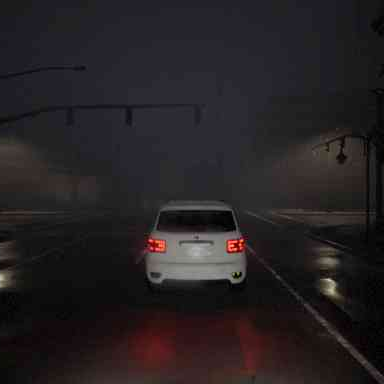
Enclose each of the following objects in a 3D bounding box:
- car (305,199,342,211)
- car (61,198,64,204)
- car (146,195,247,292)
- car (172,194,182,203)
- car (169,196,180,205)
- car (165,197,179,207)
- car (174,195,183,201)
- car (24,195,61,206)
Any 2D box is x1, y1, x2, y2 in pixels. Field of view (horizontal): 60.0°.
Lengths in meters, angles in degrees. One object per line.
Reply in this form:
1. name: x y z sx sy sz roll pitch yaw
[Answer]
1. car: 16.225 1.564 41.091 4.181 1.385 1.994 0 0 0
2. car: -24.018 1.456 56.775 3.806 1.475 1.970 0 0 1
3. car: 0.089 1.221 9.091 2.150 2.045 5.566 0 0 0
4. car: -3.202 1.355 72.164 2.097 1.767 4.553 0 0 0
5. car: -3.183 1.478 62.161 1.882 1.535 5.008 0 0 0
6. car: -3.120 1.547 52.584 2.033 1.411 5.357 0 0 0
7. car: -3.297 1.535 83.761 2.033 1.411 5.357 0 0 0
8. car: -23.303 1.295 51.024 4.611 1.667 2.242 0 0 1
